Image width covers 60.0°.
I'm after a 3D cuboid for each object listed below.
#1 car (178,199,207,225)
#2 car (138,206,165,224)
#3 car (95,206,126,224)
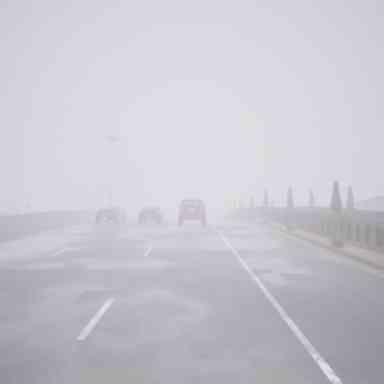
[{"bbox_3d":[0.026,1.610,27.408,2.150,2.045,5.566,0,-2,0],"label":"car"},{"bbox_3d":[-3.478,1.956,28.911,1.837,1.490,4.892,0,-2,0],"label":"car"},{"bbox_3d":[-6.977,1.960,28.829,1.837,1.490,4.892,0,-2,0],"label":"car"}]
